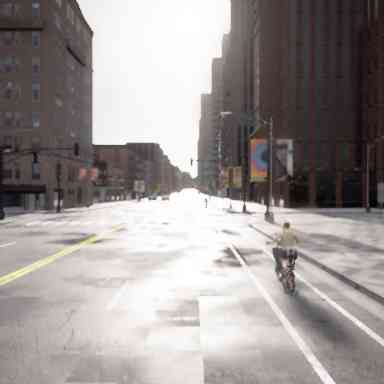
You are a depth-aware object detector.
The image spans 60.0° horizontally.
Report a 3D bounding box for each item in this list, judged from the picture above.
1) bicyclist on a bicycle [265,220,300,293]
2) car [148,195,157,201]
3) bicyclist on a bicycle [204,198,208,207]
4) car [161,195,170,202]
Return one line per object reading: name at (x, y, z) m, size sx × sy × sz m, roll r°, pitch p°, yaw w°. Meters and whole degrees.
bicyclist on a bicycle at (2.235, 1.472, 8.008) m, size 0.866 × 1.612 × 1.509 m, roll 0°, pitch 0°, yaw 0°
car at (-9.639, 1.532, 81.104) m, size 1.837 × 1.490 × 4.892 m, roll 0°, pitch 0°, yaw 0°
bicyclist on a bicycle at (2.325, 1.737, 55.083) m, size 0.582 × 1.620 × 1.656 m, roll 0°, pitch -1°, yaw 0°
car at (-6.389, 1.510, 81.100) m, size 1.882 × 1.535 × 5.008 m, roll 0°, pitch 0°, yaw 0°
